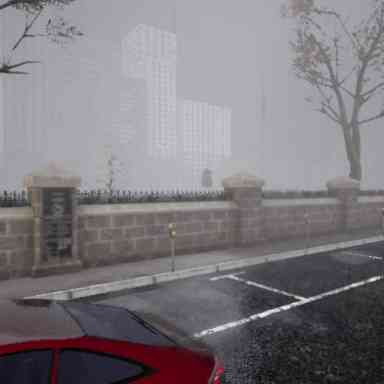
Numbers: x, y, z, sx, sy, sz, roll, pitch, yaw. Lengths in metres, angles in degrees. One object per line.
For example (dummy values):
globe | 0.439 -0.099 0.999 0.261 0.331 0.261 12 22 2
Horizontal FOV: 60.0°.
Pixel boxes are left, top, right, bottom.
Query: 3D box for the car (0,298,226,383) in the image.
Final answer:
car | -1.711 1.565 2.156 4.181 1.385 1.994 0 0 -35
